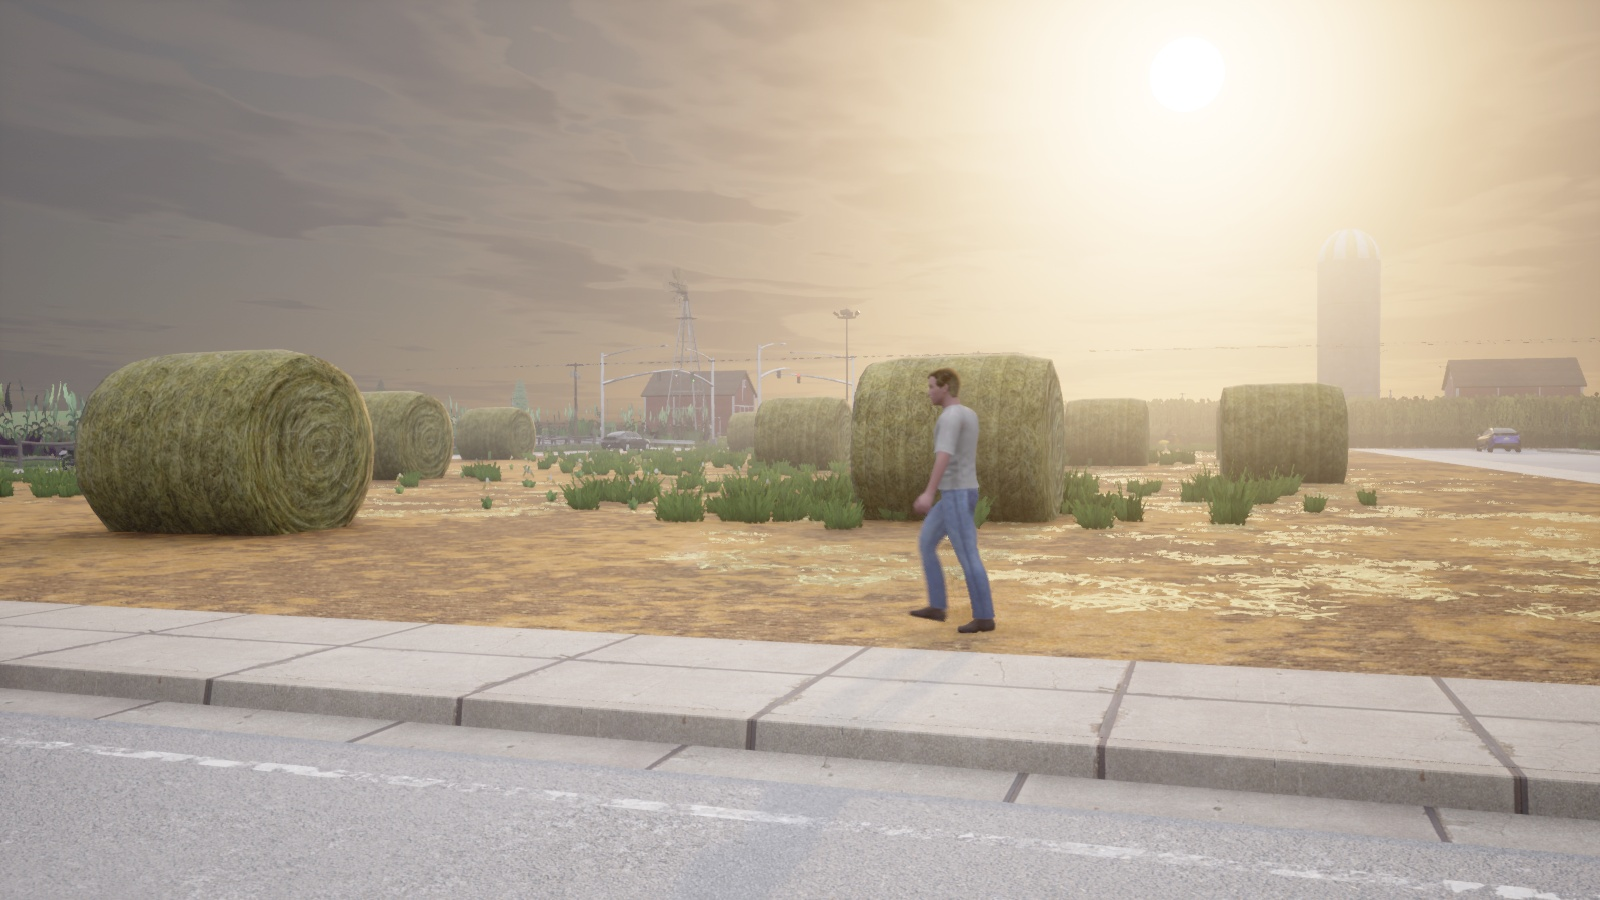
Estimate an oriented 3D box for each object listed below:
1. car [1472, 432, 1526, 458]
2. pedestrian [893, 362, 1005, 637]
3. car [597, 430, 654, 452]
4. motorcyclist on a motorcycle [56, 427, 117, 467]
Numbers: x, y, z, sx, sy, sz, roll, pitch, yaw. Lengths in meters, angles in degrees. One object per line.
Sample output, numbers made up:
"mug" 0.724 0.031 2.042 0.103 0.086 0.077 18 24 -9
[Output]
"car" 43.176 -0.335 77.647 2.007 1.525 4.514 1 1 18
"pedestrian" 1.027 0.327 8.634 0.706 1.836 0.354 1 1 18
"car" -12.362 -0.680 89.347 1.837 1.490 4.892 1 1 21
"motorcyclist on a motorcycle" -28.025 -0.121 49.339 0.797 1.523 2.044 1 1 21
